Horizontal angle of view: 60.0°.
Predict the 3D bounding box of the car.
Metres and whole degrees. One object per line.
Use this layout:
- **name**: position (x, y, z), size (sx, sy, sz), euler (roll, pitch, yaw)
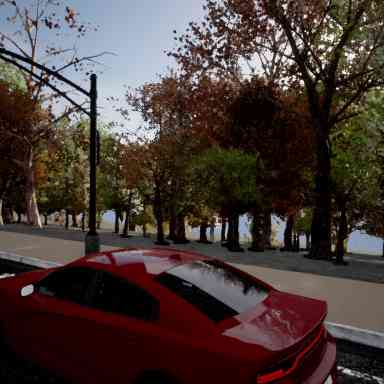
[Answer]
- **car**: position (-0.859, 1.477, 4.289), size (5.008, 1.535, 1.882), euler (0, 0, 35)
